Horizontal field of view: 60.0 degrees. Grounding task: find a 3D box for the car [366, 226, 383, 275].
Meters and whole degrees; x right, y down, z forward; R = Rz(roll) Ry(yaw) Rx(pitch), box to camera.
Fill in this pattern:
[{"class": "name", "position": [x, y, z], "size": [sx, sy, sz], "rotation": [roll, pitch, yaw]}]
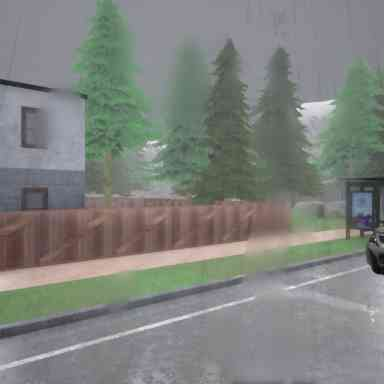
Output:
[{"class": "car", "position": [7.128, 1.220, 9.369], "size": [5.566, 2.045, 2.150], "rotation": [0, 0, -37]}]
